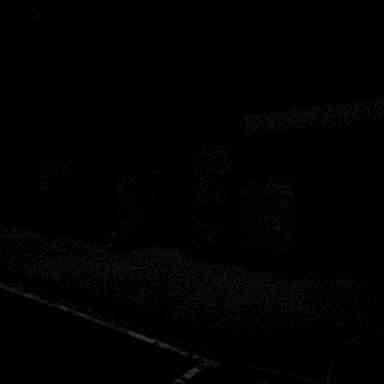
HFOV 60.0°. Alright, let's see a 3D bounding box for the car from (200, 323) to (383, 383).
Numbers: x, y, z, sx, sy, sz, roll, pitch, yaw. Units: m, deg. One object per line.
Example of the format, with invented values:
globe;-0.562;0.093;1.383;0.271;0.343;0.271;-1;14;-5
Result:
car;1.834;1.448;1.768;4.097;1.590;1.967;1;1;35
